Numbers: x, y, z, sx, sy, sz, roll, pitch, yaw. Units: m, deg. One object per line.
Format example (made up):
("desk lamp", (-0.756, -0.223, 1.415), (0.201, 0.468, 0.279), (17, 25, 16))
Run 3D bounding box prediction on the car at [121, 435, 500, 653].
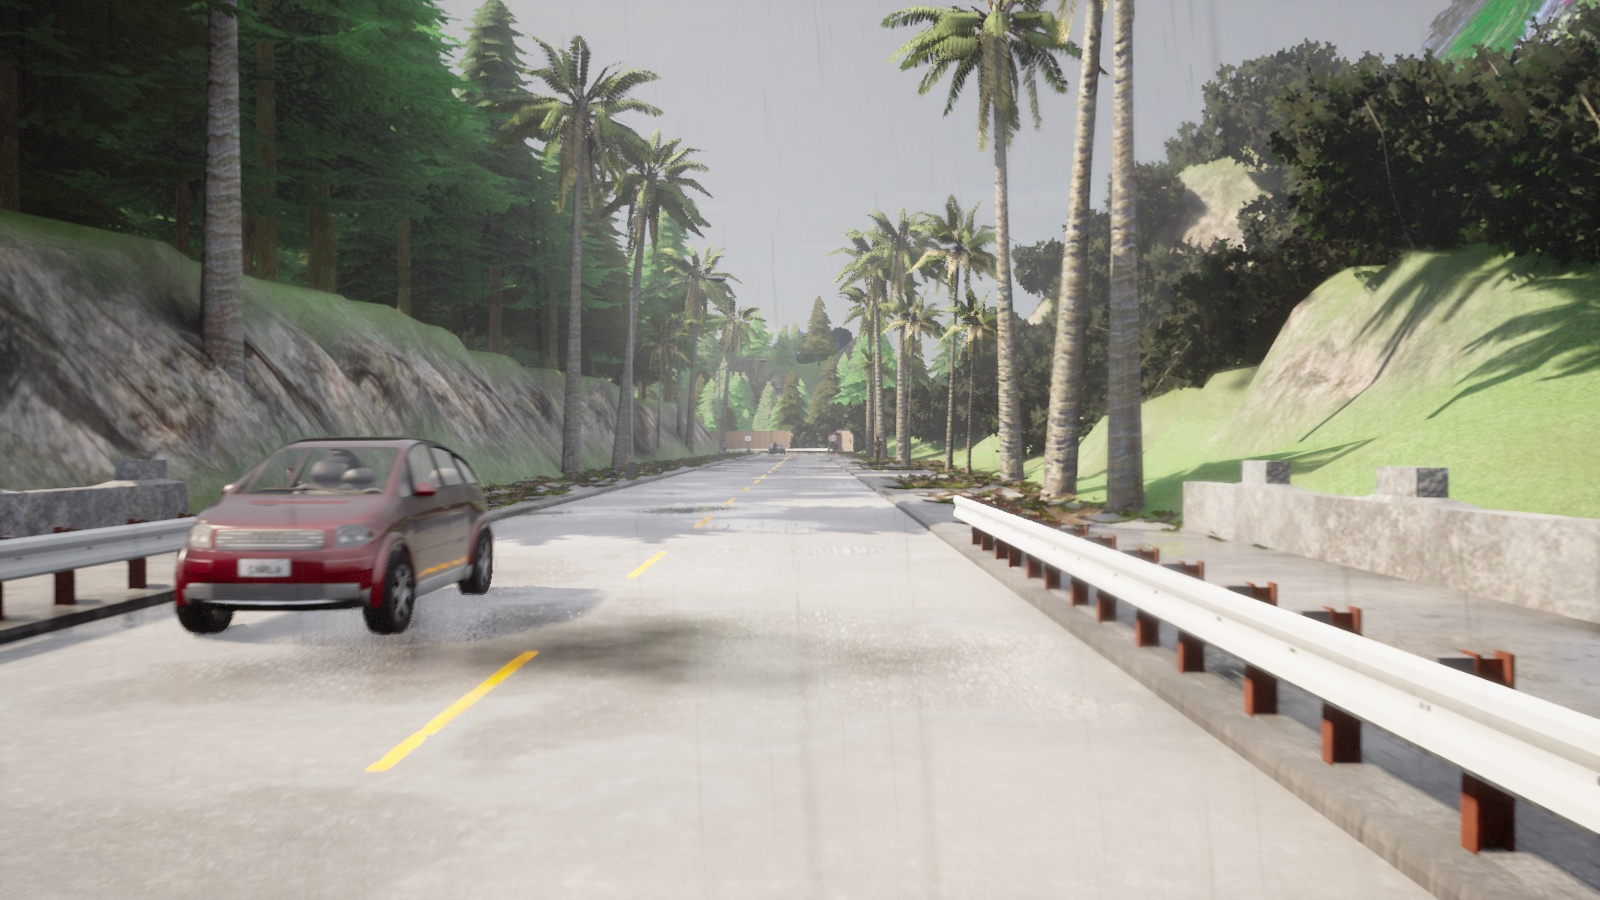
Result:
("car", (-3.922, 0.660, 10.781), (1.789, 1.549, 3.705), (0, 0, 0))
